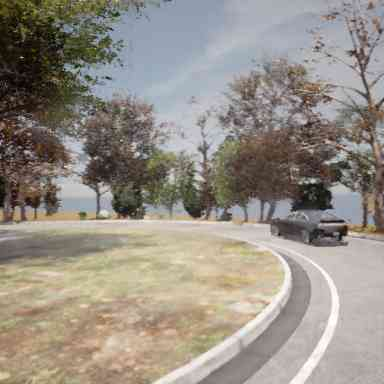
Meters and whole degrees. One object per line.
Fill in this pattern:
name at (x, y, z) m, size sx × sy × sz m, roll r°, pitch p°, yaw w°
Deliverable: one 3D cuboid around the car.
car at (5.840, 1.710, 17.224) m, size 2.128 × 1.511 × 4.902 m, roll 0°, pitch -1°, yaw -15°
